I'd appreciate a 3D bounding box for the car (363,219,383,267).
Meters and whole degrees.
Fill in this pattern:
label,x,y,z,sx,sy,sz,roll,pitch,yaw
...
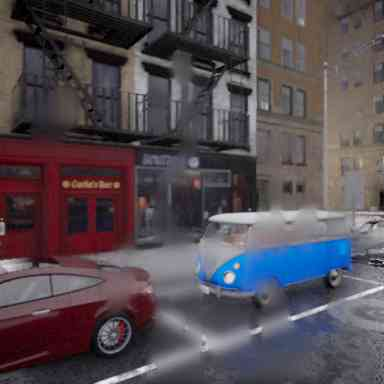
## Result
label,x,y,z,sx,sy,sz,roll,pitch,yaw
car,6.360,1.555,10.725,4.403,1.369,2.008,0,0,-35

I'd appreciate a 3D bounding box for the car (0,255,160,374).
label,x,y,z,sx,sy,sz,roll,pitch,yaw
car,-2.445,1.582,4.450,4.206,1.307,1.802,0,0,-35

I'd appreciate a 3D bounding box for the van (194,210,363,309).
label,x,y,z,sx,sy,sz,roll,pitch,yaw
van,1.957,1.343,7.588,3.998,1.788,1.690,0,0,-35
